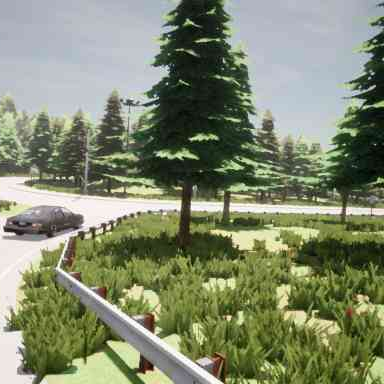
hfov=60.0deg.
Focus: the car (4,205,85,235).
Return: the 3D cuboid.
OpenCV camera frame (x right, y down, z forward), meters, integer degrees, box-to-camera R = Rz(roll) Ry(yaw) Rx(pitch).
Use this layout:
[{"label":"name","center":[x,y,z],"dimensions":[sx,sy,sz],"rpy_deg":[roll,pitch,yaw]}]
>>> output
[{"label":"car","center":[-7.387,1.408,17.281],"dimensions":[2.033,1.411,5.357],"rpy_deg":[4,1,3]}]
